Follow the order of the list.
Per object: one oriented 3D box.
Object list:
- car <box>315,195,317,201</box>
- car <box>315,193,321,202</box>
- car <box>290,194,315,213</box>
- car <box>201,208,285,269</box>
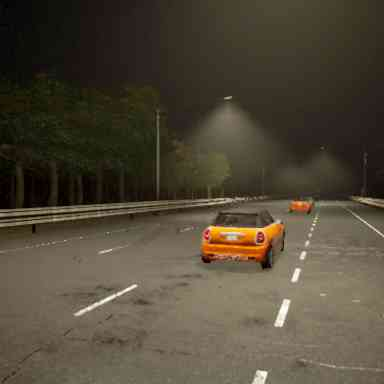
[{"bbox_3d":[17.913,1.578,51.367,1.812,1.442,4.674,0,0,22],"label":"car"},{"bbox_3d":[28.968,1.619,78.947,1.882,1.535,5.008,0,0,22],"label":"car"},{"bbox_3d":[12.162,1.379,37.021,2.097,1.767,4.553,0,0,22],"label":"car"},{"bbox_3d":[1.955,1.357,11.551,2.097,1.767,4.553,0,0,22],"label":"car"}]
